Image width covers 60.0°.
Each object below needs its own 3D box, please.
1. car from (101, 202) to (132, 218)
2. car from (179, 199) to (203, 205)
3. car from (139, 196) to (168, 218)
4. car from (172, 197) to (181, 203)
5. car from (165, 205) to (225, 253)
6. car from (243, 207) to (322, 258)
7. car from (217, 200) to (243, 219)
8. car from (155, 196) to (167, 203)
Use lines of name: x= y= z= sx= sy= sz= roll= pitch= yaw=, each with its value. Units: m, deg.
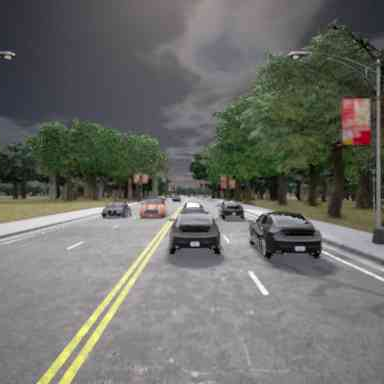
car: x=-6.586 y=1.539 z=29.408 sx=1.994 sy=1.385 sz=4.181 roll=0 pitch=0 yaw=0
car: x=0.109 y=1.539 z=29.588 sx=1.994 sy=1.385 sz=4.181 roll=0 pitch=0 yaw=0
car: x=-3.335 y=1.327 z=29.476 sx=2.097 sy=1.767 sz=4.553 roll=0 pitch=0 yaw=0
car: x=-3.225 y=1.611 z=70.749 sx=1.895 sy=1.301 sz=4.718 roll=0 pitch=0 yaw=0
car: x=0.103 y=1.492 z=13.548 sx=1.837 sy=1.490 sz=4.892 roll=0 pitch=0 yaw=0
car: x=3.351 y=1.494 z=12.718 sx=1.837 sy=1.490 sz=4.892 roll=0 pitch=0 yaw=0
car: x=3.358 y=1.480 z=28.930 sx=1.837 sy=1.490 sz=4.892 roll=0 pitch=0 yaw=0
car: x=-6.475 y=1.541 z=70.781 sx=2.128 sy=1.511 sz=4.902 roll=0 pitch=0 yaw=0
